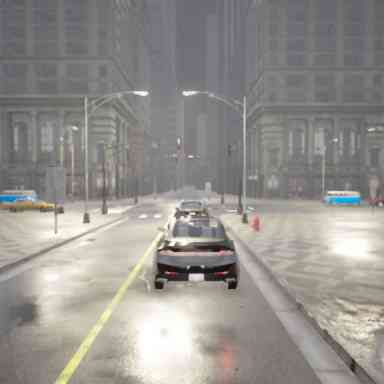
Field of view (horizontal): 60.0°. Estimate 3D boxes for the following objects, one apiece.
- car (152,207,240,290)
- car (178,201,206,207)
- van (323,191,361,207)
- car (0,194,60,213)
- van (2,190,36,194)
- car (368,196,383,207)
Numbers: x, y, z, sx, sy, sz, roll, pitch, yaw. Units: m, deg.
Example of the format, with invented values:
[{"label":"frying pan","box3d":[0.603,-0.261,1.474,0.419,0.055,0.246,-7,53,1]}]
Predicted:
[{"label":"car","box3d":[0.080,1.370,8.720,2.128,1.511,4.902,0,1,0]},{"label":"car","box3d":[0.037,1.255,18.472,1.837,1.490,4.892,0,1,3]},{"label":"van","box3d":[17.672,0.813,39.139,3.998,1.788,1.690,0,2,0]},{"label":"car","box3d":[-14.695,1.154,30.411,4.829,1.417,1.752,0,2,0]},{"label":"van","box3d":[-20.312,0.698,38.901,3.998,1.788,1.690,0,2,0]},{"label":"car","box3d":[23.196,1.035,39.177,4.507,1.381,1.887,0,2,0]}]
